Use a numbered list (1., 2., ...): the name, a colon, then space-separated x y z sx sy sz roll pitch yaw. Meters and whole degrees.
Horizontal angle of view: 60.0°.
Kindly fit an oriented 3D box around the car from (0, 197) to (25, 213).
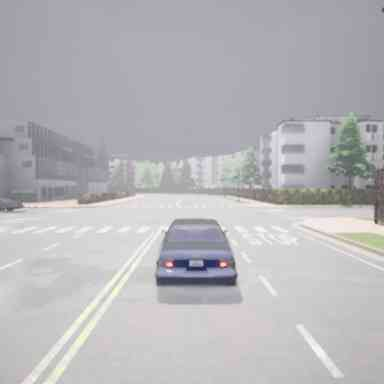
1. car: -18.114 1.119 29.971 5.357 1.411 2.033 0 1 -3

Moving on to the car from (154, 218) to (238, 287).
1. car: 0.079 1.416 9.055 2.033 1.411 5.357 0 1 0
